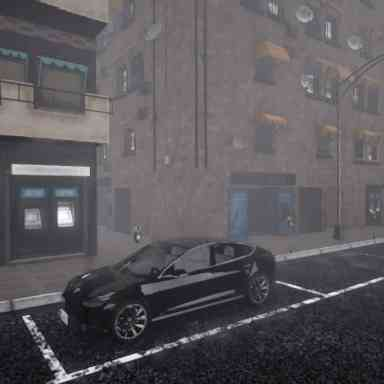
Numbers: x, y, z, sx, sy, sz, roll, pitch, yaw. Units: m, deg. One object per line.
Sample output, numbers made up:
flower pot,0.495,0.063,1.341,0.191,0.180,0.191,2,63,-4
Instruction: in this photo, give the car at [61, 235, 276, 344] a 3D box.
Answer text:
car,-0.207,1.567,6.427,4.313,1.339,1.947,0,0,-36
